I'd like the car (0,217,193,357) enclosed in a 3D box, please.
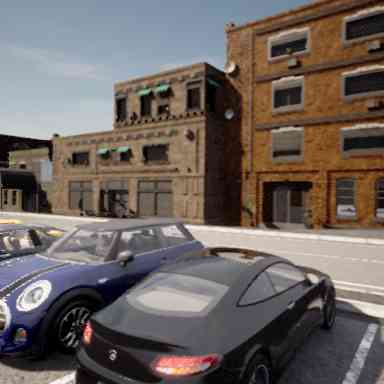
[{"bbox_3d":[-1.614,1.356,6.338,2.185,1.767,4.553,0,0,36],"label":"car"}]

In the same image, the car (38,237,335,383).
[{"bbox_3d":[0.631,1.521,4.694,2.002,1.452,4.674,0,0,36],"label":"car"}]
